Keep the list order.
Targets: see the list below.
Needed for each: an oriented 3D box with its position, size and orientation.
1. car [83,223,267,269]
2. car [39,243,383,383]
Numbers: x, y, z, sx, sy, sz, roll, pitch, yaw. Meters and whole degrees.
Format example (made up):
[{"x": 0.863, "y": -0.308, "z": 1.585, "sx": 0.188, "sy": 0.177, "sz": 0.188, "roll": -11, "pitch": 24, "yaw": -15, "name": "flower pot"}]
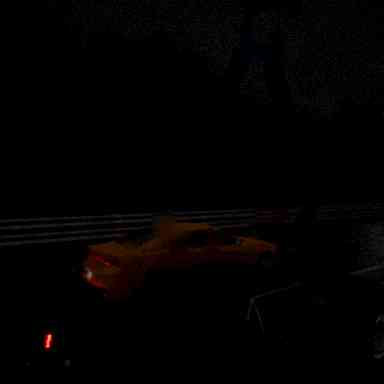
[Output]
[{"x": -0.019, "y": 1.481, "z": 8.032, "sx": 5.008, "sy": 1.535, "sz": 1.882, "roll": 0, "pitch": 0, "yaw": -36, "name": "car"}, {"x": 0.751, "y": 1.603, "z": 4.282, "sx": 4.718, "sy": 1.301, "sz": 1.895, "roll": 0, "pitch": 0, "yaw": -35, "name": "car"}]
